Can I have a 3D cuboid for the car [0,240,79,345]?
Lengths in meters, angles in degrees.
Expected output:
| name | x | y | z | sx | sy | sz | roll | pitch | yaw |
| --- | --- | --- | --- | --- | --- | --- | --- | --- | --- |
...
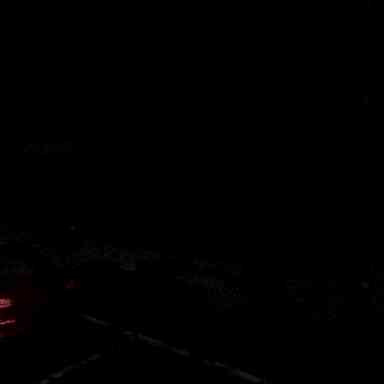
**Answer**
| name | x | y | z | sx | sy | sz | roll | pitch | yaw |
| --- | --- | --- | --- | --- | --- | --- | --- | --- | --- |
| car | -3.655 | 1.484 | 5.665 | 4.206 | 1.307 | 1.802 | 1 | 1 | 35 |
